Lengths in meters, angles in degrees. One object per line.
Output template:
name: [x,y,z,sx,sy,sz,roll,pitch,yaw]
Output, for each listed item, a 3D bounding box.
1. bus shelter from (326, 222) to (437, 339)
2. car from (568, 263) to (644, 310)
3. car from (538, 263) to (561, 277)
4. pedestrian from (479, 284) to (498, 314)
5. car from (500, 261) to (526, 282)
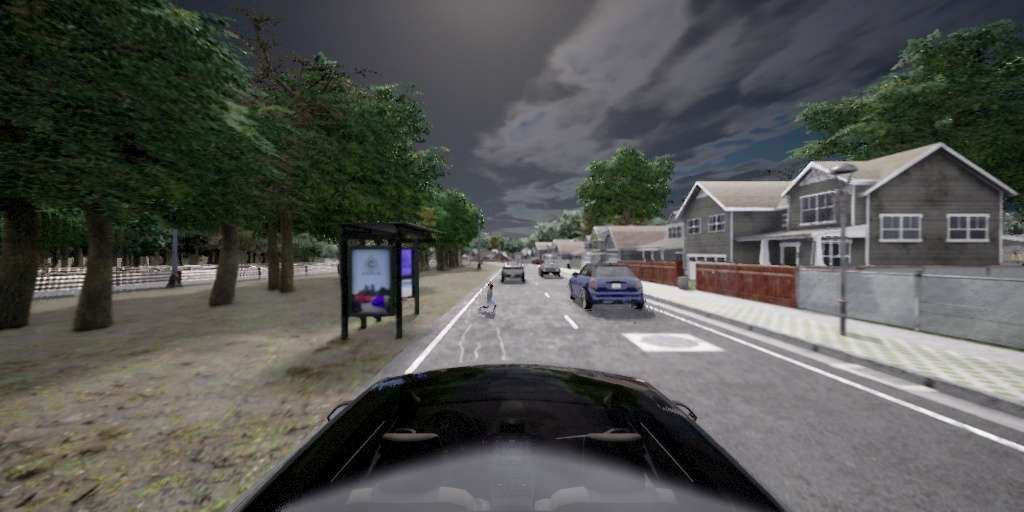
bus shelter: [-3.499,0.582,9.857,1.920,2.740,3.880,0,0,0]
car: [3.601,1.052,14.486,2.097,1.767,4.553,0,0,0]
car: [3.602,1.377,35.418,1.895,1.301,4.718,0,0,0]
pedestrian: [-0.776,0.997,12.087,0.375,1.860,0.375,1,1,10]
car: [0.082,1.236,28.909,2.128,1.511,4.902,0,0,0]
